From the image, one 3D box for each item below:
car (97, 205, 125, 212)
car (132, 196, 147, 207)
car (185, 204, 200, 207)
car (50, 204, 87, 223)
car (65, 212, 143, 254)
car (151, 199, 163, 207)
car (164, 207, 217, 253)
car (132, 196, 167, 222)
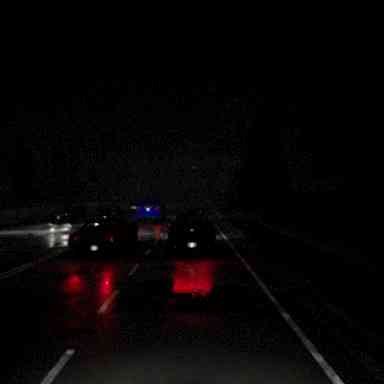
[{"bbox_3d":[-6.999,1.834,28.550,1.994,1.385,4.181,0,-1,0],"label":"car"},{"bbox_3d":[-10.492,1.846,66.734,2.150,2.045,5.566,0,0,0],"label":"car"},{"bbox_3d":[0.057,1.802,29.385,1.812,1.442,4.674,0,0,2],"label":"car"},{"bbox_3d":[-10.498,1.762,28.582,2.128,1.511,4.902,0,-1,0],"label":"car"},{"bbox_3d":[-3.495,1.734,14.111,1.895,1.301,4.718,0,0,0],"label":"car"},{"bbox_3d":[-6.996,2.151,66.845,1.812,1.442,4.674,0,0,0],"label":"car"},{"bbox_3d":[0.007,1.643,14.306,1.837,1.490,4.892,0,0,0],"label":"car"},{"bbox_3d":[-3.493,1.490,29.033,2.150,2.045,5.566,0,0,0],"label":"car"}]
